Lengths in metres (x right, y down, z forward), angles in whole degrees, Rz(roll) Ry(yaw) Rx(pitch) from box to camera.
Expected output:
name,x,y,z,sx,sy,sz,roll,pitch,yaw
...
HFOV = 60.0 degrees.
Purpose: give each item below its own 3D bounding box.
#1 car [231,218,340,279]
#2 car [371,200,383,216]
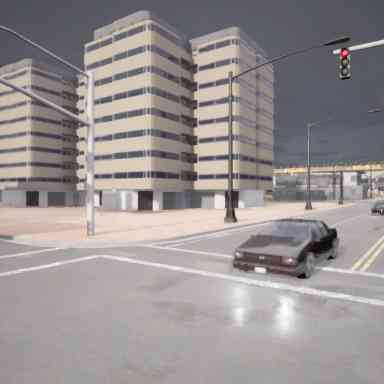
name,x,y,z,sx,sy,sz,roll,pitch,yaw
car,3.229,1.550,10.417,2.033,1.411,5.357,0,0,35
car,18.509,1.531,32.006,1.837,1.490,4.892,0,0,35
